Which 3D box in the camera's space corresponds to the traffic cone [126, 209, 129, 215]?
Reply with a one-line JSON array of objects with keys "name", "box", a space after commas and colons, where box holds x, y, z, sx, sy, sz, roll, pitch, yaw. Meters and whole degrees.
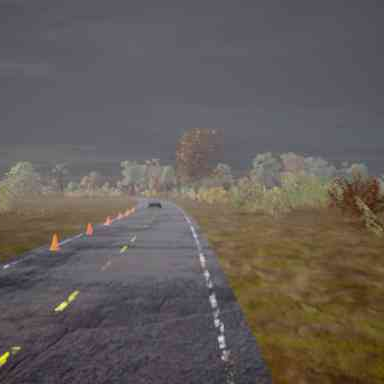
[{"name": "traffic cone", "box": [-6.379, 1.979, 32.973, 0.340, 0.580, 0.340, 0, 0, -4]}]

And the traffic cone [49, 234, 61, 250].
[{"name": "traffic cone", "box": [-5.399, 1.966, 13.108, 0.340, 0.580, 0.340, 0, 0, -2]}]

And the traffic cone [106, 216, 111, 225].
[{"name": "traffic cone", "box": [-5.788, 1.972, 23.046, 0.340, 0.580, 0.340, 0, 0, -3]}]

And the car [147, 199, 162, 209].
[{"name": "car", "box": [-5.048, 1.631, 45.016, 1.895, 1.301, 4.718, 0, 0, -9]}]
